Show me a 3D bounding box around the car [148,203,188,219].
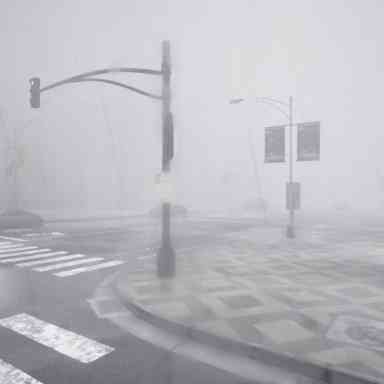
[{"bbox_3d":[-2.336,1.902,33.324,1.837,1.490,4.892,0,-1,36],"label":"car"}]

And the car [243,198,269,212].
[{"bbox_3d":[9.730,1.928,50.258,2.150,2.045,5.566,0,-1,36],"label":"car"}]

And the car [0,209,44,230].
[{"bbox_3d":[-11.466,1.734,20.608,1.994,1.385,4.181,0,-1,38],"label":"car"}]

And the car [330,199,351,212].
[{"bbox_3d":[24.538,2.383,54.115,2.128,1.511,4.902,0,-1,36],"label":"car"}]
